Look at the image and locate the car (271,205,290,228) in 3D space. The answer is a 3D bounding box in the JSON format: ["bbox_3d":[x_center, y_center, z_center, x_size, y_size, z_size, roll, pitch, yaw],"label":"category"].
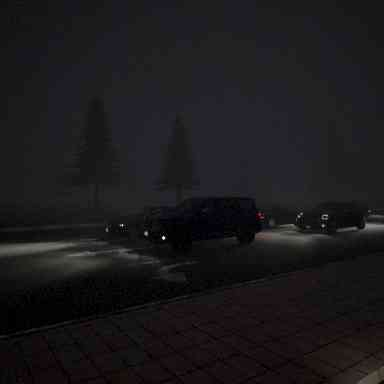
[{"bbox_3d":[5.350,1.564,21.921,4.181,1.385,1.994,0,0,-36],"label":"car"}]

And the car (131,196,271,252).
[{"bbox_3d":[0.538,1.221,14.195,5.566,2.045,2.150,0,0,-34],"label":"car"}]

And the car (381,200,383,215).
[{"bbox_3d":[20.780,1.505,32.822,4.892,1.490,1.837,0,0,-35],"label":"car"}]

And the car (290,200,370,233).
[{"bbox_3d":[8.252,1.352,19.685,4.553,1.767,2.097,0,0,-35],"label":"car"}]

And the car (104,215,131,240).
[{"bbox_3d":[-1.911,1.492,16.740,4.902,1.511,2.128,0,0,-35],"label":"car"}]
